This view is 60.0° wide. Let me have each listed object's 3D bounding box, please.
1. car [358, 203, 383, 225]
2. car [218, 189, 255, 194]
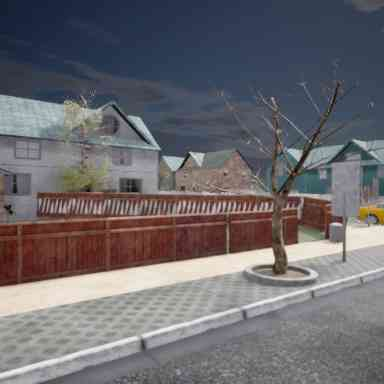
[{"bbox_3d":[12.223,1.300,19.020,1.882,1.535,5.008,1,1,-36],"label":"car"},{"bbox_3d":[4.442,0.748,29.893,2.150,2.045,5.566,1,0,-35],"label":"car"}]
